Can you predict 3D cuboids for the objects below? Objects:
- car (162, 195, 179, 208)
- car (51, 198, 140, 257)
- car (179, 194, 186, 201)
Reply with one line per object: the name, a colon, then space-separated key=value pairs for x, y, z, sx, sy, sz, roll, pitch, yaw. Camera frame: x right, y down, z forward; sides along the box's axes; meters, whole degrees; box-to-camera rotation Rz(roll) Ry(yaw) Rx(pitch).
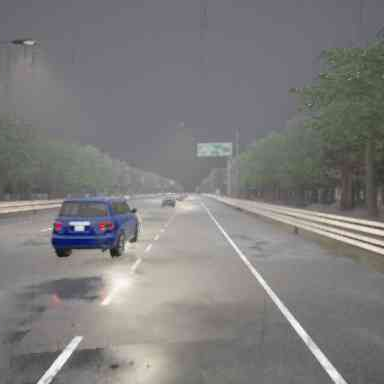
car: x=-3.340 y=1.500 z=48.927 sx=1.837 sy=1.490 sz=4.892 roll=0 pitch=0 yaw=0
car: x=-3.484 y=1.225 z=12.998 sx=2.150 sy=2.045 sz=5.566 roll=0 pitch=0 yaw=0
car: x=-3.128 y=1.514 z=84.127 sx=1.994 sy=1.385 sz=4.181 roll=0 pitch=0 yaw=0
